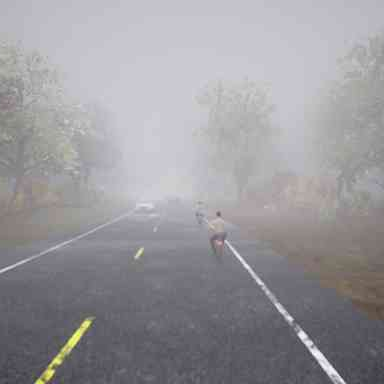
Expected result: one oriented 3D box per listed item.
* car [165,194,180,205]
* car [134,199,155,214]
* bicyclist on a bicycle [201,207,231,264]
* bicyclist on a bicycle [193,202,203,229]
[{"bbox_3d":[-2.993,1.292,56.048,2.128,1.511,4.902,0,0,-6],"label":"car"},{"bbox_3d":[-4.802,1.431,34.339,1.812,1.442,4.674,0,0,-4],"label":"car"},{"bbox_3d":[0.845,1.408,10.697,0.866,1.612,1.509,0,0,-2],"label":"bicyclist on a bicycle"},{"bbox_3d":[0.482,1.383,20.392,0.866,1.612,1.509,0,0,-2],"label":"bicyclist on a bicycle"}]
